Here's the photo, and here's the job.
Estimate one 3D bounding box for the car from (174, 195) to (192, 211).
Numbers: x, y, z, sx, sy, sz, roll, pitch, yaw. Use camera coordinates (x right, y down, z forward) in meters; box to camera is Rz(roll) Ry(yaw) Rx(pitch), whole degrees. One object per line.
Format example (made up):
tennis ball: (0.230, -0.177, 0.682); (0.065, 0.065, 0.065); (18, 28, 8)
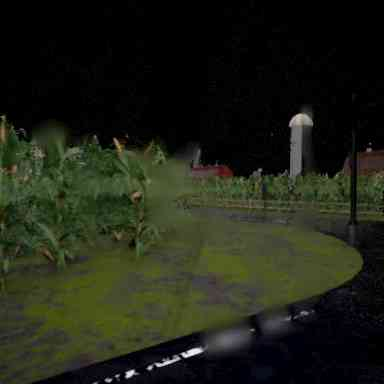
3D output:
car: (-2.300, 0.943, 34.768); (2.150, 2.045, 5.566); (1, 0, -39)
